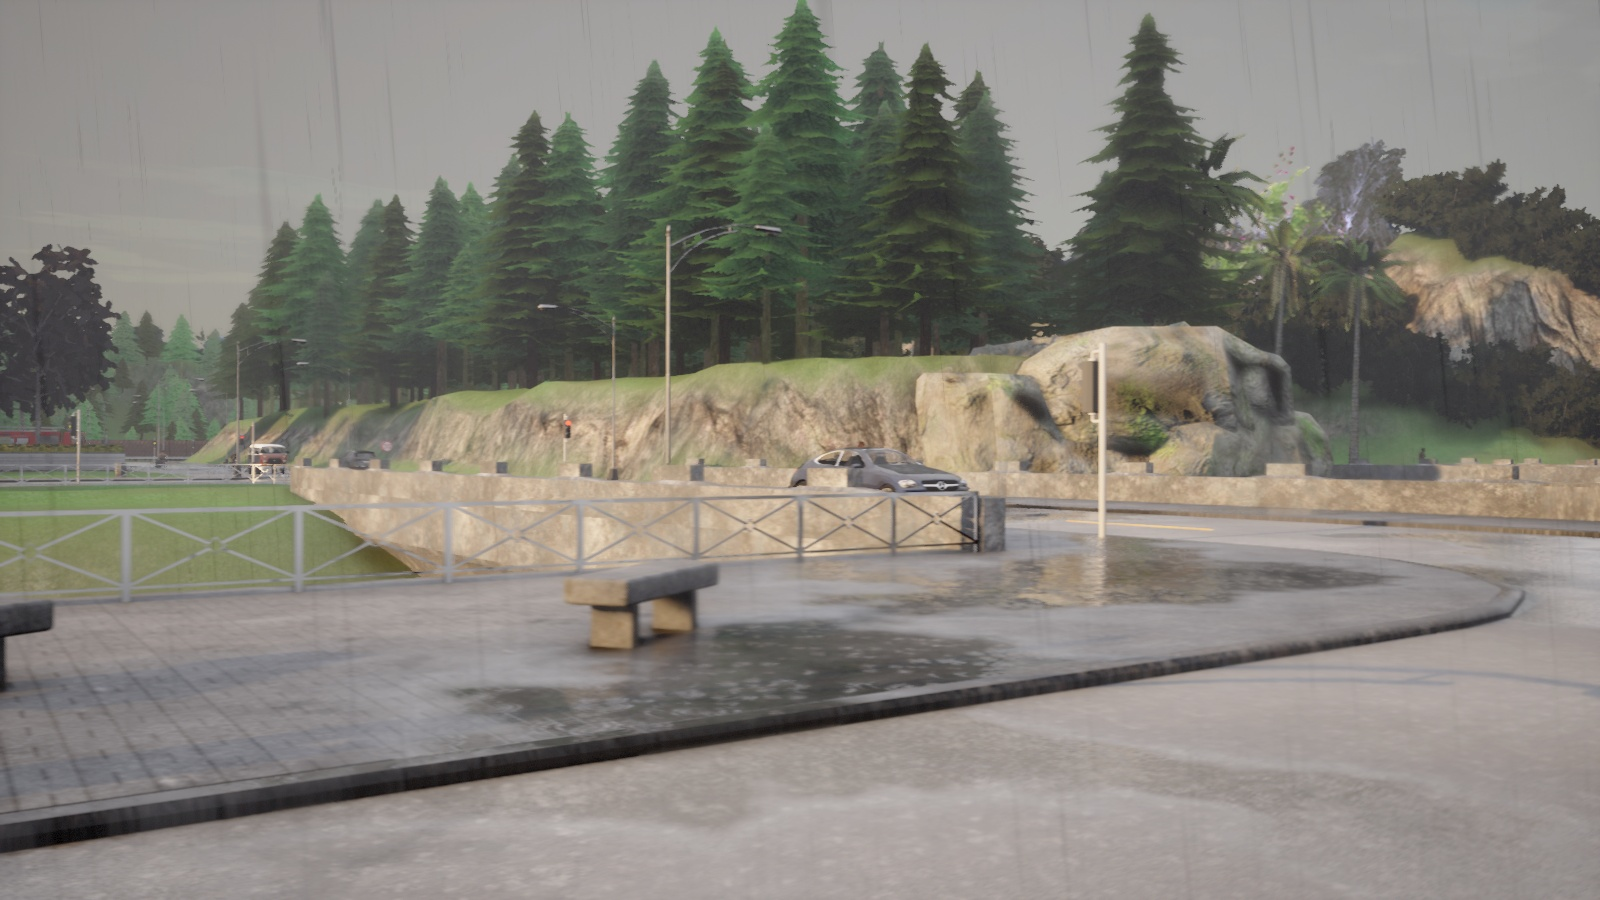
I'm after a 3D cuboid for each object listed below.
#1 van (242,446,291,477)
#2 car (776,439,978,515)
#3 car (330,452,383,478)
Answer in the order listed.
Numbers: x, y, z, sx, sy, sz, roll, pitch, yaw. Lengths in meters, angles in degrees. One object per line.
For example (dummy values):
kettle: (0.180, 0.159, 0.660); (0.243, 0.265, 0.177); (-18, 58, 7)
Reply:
van: (-35.446, 0.747, 83.366); (2.069, 2.038, 4.480); (0, 0, -35)
car: (1.715, 0.593, 29.935); (2.152, 1.651, 5.027); (0, 0, -35)
car: (-28.383, 0.932, 80.234); (2.033, 1.649, 4.856); (0, 0, -34)
